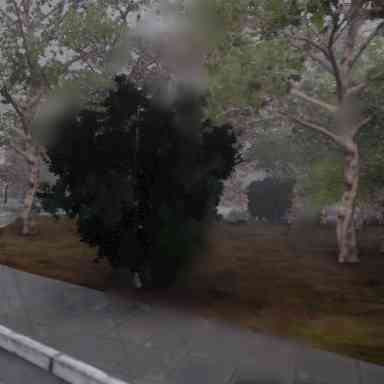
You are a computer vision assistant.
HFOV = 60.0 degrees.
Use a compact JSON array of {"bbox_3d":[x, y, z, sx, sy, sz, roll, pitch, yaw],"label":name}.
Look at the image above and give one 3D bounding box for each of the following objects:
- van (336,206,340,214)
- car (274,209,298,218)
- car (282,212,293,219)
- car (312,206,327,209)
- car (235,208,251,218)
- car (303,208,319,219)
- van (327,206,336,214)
[{"bbox_3d":[37.539,4.687,86.344,4.442,1.987,1.878,3,-1,-39],"label":"van"},{"bbox_3d":[16.637,3.775,58.798,4.181,1.385,1.994,3,-1,-39],"label":"car"},{"bbox_3d":[13.549,3.515,52.112,4.674,1.442,1.812,4,-1,-39],"label":"car"},{"bbox_3d":[28.992,4.218,79.427,5.566,2.045,2.435,3,-1,-39],"label":"car"},{"bbox_3d":[8.877,3.245,52.385,4.892,1.490,1.837,5,-2,-39],"label":"car"},{"bbox_3d":[20.593,3.980,57.939,4.718,1.301,1.895,3,-1,-39],"label":"car"},{"bbox_3d":[33.229,4.465,82.858,4.442,1.987,1.878,3,-1,-39],"label":"van"}]
